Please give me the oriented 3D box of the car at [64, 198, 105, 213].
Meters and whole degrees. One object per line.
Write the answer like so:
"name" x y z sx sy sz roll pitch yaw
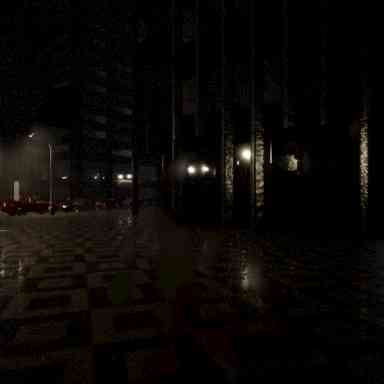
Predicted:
"car" -12.250 1.569 36.606 1.947 1.339 4.313 0 0 35

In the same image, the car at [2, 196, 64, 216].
"car" -15.460 1.322 31.967 2.192 1.841 5.009 0 0 35

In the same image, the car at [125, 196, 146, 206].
"car" -9.619 1.427 55.390 1.967 1.590 4.097 0 0 35

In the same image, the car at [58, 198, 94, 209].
"car" -16.037 1.538 46.115 1.887 1.381 4.507 0 0 35

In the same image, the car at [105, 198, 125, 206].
"car" -12.828 1.572 50.753 1.802 1.307 4.206 0 0 35
